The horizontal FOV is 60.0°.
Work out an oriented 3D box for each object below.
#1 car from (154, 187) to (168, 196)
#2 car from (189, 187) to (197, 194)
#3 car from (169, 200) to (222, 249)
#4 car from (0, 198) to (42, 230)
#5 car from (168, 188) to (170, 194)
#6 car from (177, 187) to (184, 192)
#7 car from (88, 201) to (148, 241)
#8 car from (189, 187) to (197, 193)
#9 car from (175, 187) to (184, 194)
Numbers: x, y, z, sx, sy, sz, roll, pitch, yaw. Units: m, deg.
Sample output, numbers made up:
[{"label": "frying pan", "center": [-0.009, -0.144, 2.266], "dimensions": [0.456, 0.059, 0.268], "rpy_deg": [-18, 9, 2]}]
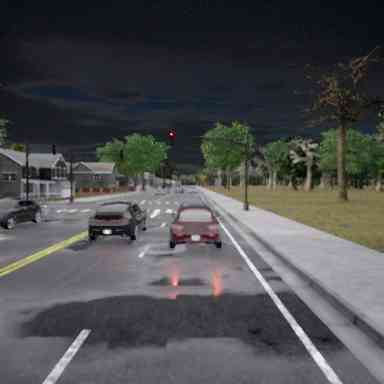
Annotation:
[{"label": "car", "center": [-6.375, 0.091, 65.370], "dimensions": [1.895, 1.301, 4.718], "rpy_deg": [0, 1, 0]}, {"label": "car", "center": [0.156, -0.231, 78.644], "dimensions": [1.895, 1.301, 4.718], "rpy_deg": [0, 1, 0]}, {"label": "car", "center": [0.128, 1.231, 12.854], "dimensions": [1.812, 1.442, 4.674], "rpy_deg": [0, 1, 0]}, {"label": "car", "center": [-9.778, 1.098, 17.811], "dimensions": [1.837, 1.490, 4.892], "rpy_deg": [0, 1, 1]}, {"label": "car", "center": [-6.339, -0.356, 80.711], "dimensions": [2.128, 1.511, 4.902], "rpy_deg": [0, 1, 0]}, {"label": "car", "center": [-3.074, -0.680, 88.618], "dimensions": [1.812, 1.442, 4.674], "rpy_deg": [0, 1, 0]}, {"label": "car", "center": [-3.119, 1.168, 14.673], "dimensions": [1.837, 1.490, 4.892], "rpy_deg": [0, 1, 0]}, {"label": "car", "center": [0.176, -0.678, 88.611], "dimensions": [2.128, 1.511, 4.902], "rpy_deg": [0, 1, 0]}, {"label": "car", "center": [-3.094, -0.278, 78.203], "dimensions": [2.033, 1.411, 5.357], "rpy_deg": [0, 1, 0]}]
